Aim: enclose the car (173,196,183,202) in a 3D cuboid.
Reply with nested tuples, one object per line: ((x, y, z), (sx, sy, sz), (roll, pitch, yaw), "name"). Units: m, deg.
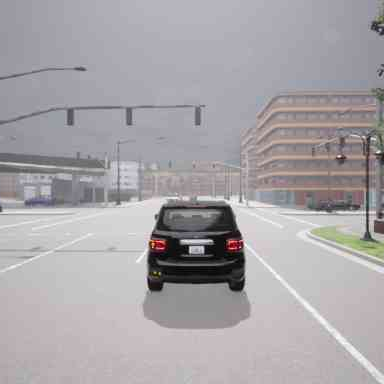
((-3.168, 1.540, 75.151), (2.033, 1.411, 5.357), (0, 0, 0), "car")

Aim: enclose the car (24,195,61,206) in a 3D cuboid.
((-23.263, 1.295, 51.115), (4.611, 1.667, 2.242), (0, 0, 1), "car")

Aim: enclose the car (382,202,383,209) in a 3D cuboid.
((25.895, 1.352, 41.061), (4.553, 1.767, 2.097), (0, 0, 0), "car")

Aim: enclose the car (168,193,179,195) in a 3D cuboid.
((-3.066, 1.221, 54.541), (2.150, 2.045, 5.566), (0, 0, 2), "car")

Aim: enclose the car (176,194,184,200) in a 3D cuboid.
((-3.284, 1.256, 90.872), (2.128, 1.511, 4.902), (0, 0, 0), "car")

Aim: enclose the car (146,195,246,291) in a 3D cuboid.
((0.095, 1.221, 9.164), (2.150, 2.045, 5.566), (0, 0, 0), "car")

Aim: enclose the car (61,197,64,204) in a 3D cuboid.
((-23.974, 1.456, 56.867), (3.806, 1.475, 1.970), (0, 0, 1), "car")

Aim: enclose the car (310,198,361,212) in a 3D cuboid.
((16.337, 1.601, 37.672), (4.718, 1.301, 1.895), (0, 0, -3), "car")

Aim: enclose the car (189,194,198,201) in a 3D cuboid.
((0.287, 1.372, 81.202), (2.128, 1.511, 4.902), (0, 0, 0), "car")

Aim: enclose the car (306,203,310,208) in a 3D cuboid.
((16.723, 1.505, 41.148), (4.892, 1.490, 1.837), (0, 0, 1), "car")
